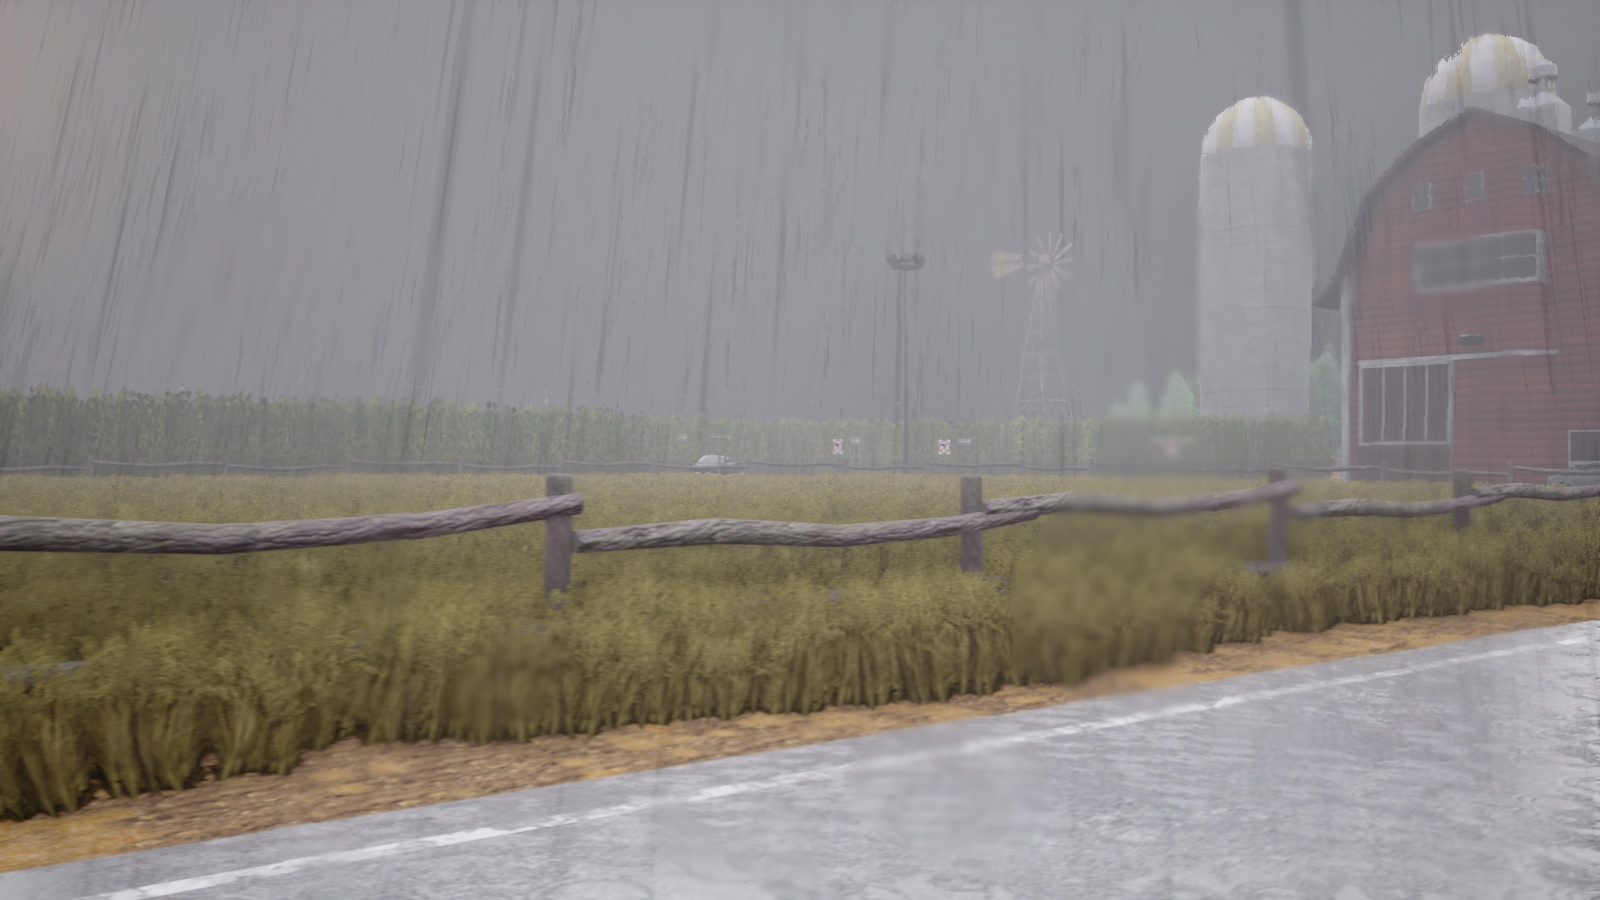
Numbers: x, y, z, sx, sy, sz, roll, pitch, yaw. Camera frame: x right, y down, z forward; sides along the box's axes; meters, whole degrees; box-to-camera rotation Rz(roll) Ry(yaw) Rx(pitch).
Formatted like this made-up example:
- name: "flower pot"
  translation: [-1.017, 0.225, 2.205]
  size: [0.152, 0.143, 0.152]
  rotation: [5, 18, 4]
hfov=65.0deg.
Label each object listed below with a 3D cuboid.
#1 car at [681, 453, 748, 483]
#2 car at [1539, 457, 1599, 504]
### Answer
- name: "car"
  translation: [-4.520, 0.952, 67.456]
  size: [1.882, 1.535, 5.008]
  rotation: [0, 0, 17]
- name: "car"
  translation: [24.982, 0.915, 37.878]
  size: [1.994, 1.385, 4.181]
  rotation: [0, 0, -38]
